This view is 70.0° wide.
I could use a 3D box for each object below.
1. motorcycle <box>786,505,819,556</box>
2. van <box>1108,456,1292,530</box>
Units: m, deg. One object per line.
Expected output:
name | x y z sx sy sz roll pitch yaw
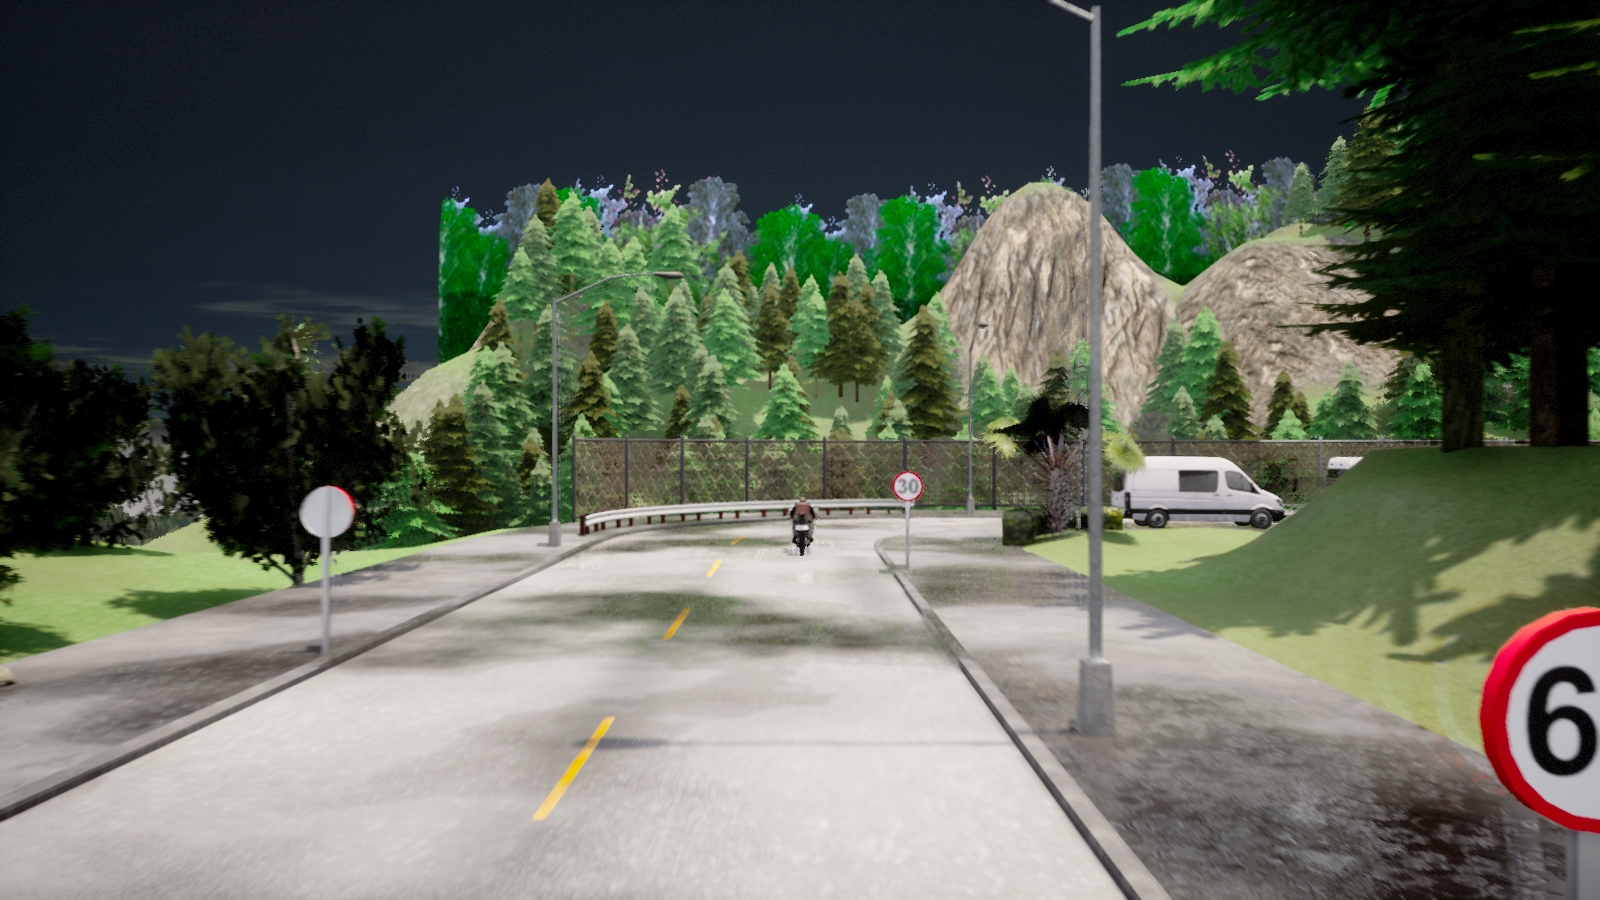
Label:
motorcycle | 0.084 2.194 31.374 0.867 1.251 2.209 0 0 1
van | 14.325 1.520 41.147 5.915 2.561 1.988 0 0 0
